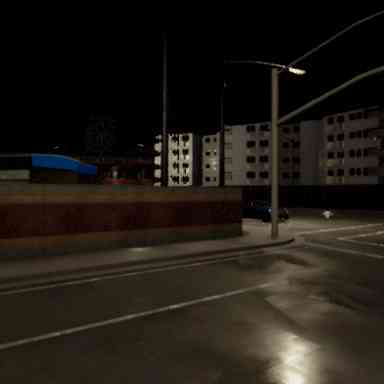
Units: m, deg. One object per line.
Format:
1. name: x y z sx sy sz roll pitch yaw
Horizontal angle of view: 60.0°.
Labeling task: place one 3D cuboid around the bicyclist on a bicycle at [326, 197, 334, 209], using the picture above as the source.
1. bicyclist on a bicycle: 18.182 1.467 43.768 1.656 1.620 0.582 0 0 -35

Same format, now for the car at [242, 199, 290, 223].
1. car: 5.589 1.435 26.711 2.097 1.767 4.553 0 0 -33
